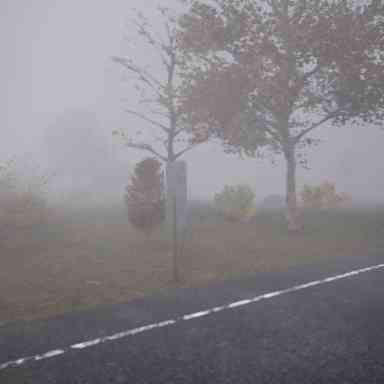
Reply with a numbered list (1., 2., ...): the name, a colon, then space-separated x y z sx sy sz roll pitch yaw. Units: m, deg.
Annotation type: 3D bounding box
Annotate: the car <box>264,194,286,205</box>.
1. car: 12.862 1.154 49.150 1.837 1.490 4.892 -1 1 -35
